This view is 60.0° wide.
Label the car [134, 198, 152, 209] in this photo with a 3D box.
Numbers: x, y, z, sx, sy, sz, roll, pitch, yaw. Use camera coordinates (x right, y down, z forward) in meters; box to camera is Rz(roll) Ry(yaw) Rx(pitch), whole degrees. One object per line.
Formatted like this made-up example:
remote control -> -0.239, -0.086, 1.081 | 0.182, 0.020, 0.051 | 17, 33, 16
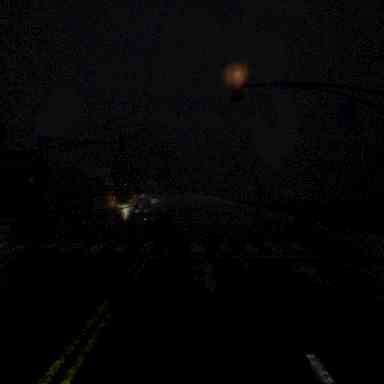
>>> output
car -> -6.479, 1.525, 44.188 | 2.128, 1.511, 4.902 | 0, 1, 0
